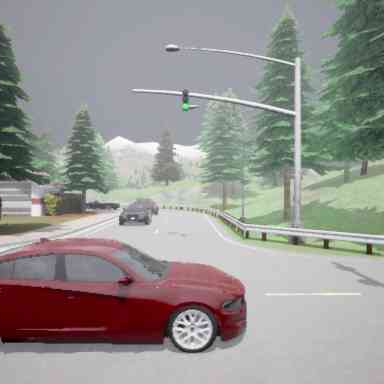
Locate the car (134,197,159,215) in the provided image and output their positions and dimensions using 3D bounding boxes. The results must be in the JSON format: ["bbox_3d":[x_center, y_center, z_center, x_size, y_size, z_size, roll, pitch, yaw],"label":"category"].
[{"bbox_3d":[-4.837,1.358,33.797,2.097,1.767,4.553,0,0,-19],"label":"car"}]

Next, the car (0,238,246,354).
[{"bbox_3d":[-1.617,1.534,5.489,5.008,1.535,1.882,1,0,-1],"label":"car"}]

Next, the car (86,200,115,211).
[{"bbox_3d":[-11.414,1.615,41.532,4.718,1.301,1.895,0,0,14],"label":"car"}]

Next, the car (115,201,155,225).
[{"bbox_3d":[-3.999,1.568,24.007,1.994,1.385,4.181,0,0,-2],"label":"car"}]
